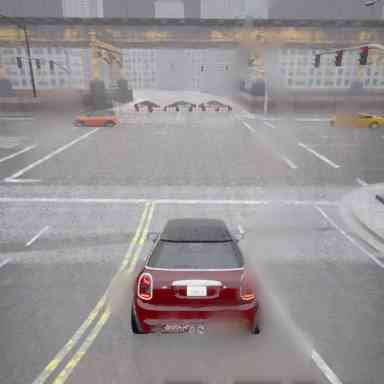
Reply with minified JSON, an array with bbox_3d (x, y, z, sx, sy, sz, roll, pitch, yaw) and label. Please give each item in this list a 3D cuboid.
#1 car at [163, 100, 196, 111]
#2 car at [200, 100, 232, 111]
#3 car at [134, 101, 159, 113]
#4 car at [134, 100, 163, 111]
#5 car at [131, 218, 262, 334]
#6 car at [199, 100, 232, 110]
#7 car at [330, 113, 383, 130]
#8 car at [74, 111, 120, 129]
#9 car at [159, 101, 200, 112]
[{"bbox_3d":[-1.805,-12.803,49.075,4.536,1.218,1.853,-13,23,-33],"label":"car"},{"bbox_3d":[3.535,-12.865,49.732,4.974,1.542,2.038,11,22,28],"label":"car"},{"bbox_3d":[-6.455,-12.676,49.183,4.974,1.542,2.038,18,26,42],"label":"car"},{"bbox_3d":[-6.492,-12.836,49.166,4.536,1.218,1.853,18,26,42],"label":"car"},{"bbox_3d":[0.081,1.344,7.142,2.097,1.767,4.553,0,5,0],"label":"car"},{"bbox_3d":[3.490,-13.022,49.704,4.536,1.218,1.853,11,22,28],"label":"car"},{"bbox_3d":[16.660,-7.252,33.763,5.008,1.535,1.882,0,19,1],"label":"car"},{"bbox_3d":[-9.839,-7.569,34.270,4.553,1.767,2.097,0,19,1],"label":"car"},{"bbox_3d":[-1.848,-12.645,49.098,4.974,1.542,2.038,-13,23,-33],"label":"car"}]
